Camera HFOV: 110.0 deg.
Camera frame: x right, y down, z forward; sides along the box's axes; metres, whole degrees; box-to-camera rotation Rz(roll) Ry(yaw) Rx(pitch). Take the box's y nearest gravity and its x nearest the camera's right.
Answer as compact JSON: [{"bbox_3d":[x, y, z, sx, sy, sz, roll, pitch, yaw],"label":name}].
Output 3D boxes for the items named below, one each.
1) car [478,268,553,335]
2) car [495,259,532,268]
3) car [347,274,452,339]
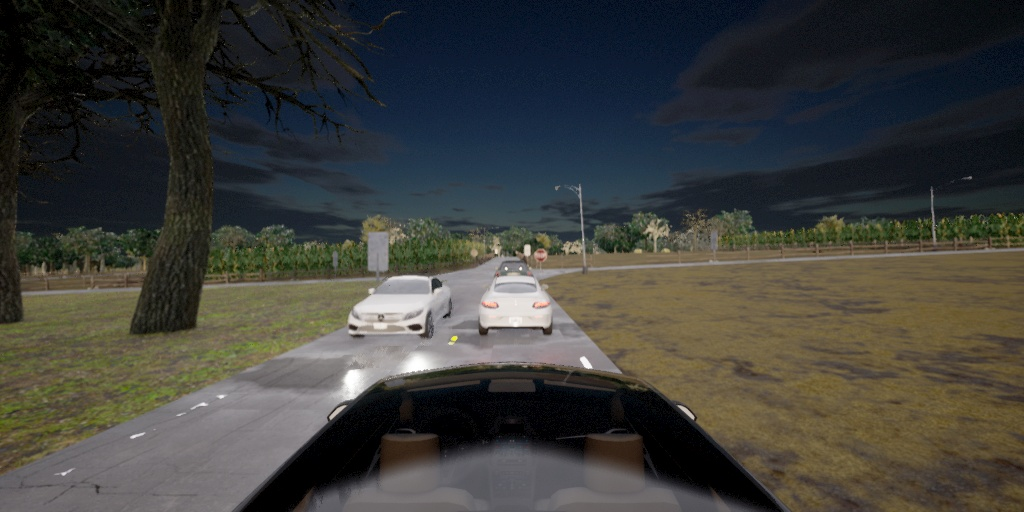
[{"bbox_3d":[0.094,1.252,10.278,1.812,1.442,4.674,0,0,0],"label":"car"},{"bbox_3d":[0.080,1.023,20.209,2.097,1.767,4.553,0,1,0],"label":"car"},{"bbox_3d":[-2.847,1.253,10.097,1.812,1.442,4.674,0,0,0],"label":"car"}]
